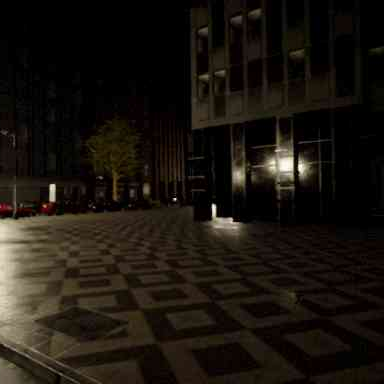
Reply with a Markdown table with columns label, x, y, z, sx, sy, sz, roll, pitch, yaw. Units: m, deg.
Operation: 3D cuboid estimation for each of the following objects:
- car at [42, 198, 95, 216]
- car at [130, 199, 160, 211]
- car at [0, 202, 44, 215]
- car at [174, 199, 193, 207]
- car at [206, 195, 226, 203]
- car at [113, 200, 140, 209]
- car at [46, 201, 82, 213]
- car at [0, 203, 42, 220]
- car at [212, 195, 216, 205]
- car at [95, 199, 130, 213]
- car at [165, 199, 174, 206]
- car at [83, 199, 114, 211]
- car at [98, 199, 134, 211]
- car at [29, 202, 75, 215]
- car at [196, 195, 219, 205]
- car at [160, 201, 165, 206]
| label | x | y | z | sx | sy | sz | roll | pitch | yaw |
| --- | --- | --- | --- | --- | --- | --- | --- | --- | --- |
| car | -13.113 | 1.546 | 34.685 | 2.192 | 1.841 | 5.009 | -1 | -1 | 35 |
| car | -6.698 | 1.766 | 43.960 | 1.947 | 1.339 | 4.313 | -1 | -1 | 35 |
| car | -20.119 | 1.968 | 39.532 | 1.947 | 1.339 | 4.313 | -1 | 0 | 35 |
| car | -0.287 | 1.721 | 53.238 | 1.887 | 1.381 | 4.507 | -1 | -1 | 35 |
| car | 5.528 | 1.630 | 76.648 | 2.192 | 1.841 | 5.009 | -1 | -1 | 35 |
| car | -10.500 | 1.942 | 53.449 | 1.802 | 1.307 | 4.206 | -1 | -1 | 35 |
| car | -16.913 | 1.969 | 44.171 | 1.802 | 1.307 | 4.206 | -1 | -1 | 35 |
| car | -16.315 | 1.831 | 30.044 | 1.802 | 1.307 | 4.206 | -1 | 0 | 35 |
| car | 2.916 | 1.482 | 57.879 | 2.192 | 1.841 | 5.009 | -1 | -1 | 35 |
| car | -9.903 | 1.781 | 39.322 | 1.947 | 1.339 | 4.313 | -1 | -1 | 35 |
| car | -4.088 | 1.905 | 62.729 | 1.947 | 1.339 | 4.313 | -1 | -1 | 35 |
| car | -13.709 | 1.812 | 48.811 | 1.967 | 1.590 | 4.097 | -1 | -1 | 35 |
| car | -10.887 | 1.806 | 48.028 | 2.128 | 1.511 | 4.902 | -1 | -1 | 35 |
| car | -16.627 | 1.942 | 39.745 | 1.895 | 1.301 | 4.718 | -1 | -1 | 35 |
| car | 2.995 | 1.565 | 62.526 | 2.097 | 1.767 | 4.553 | -1 | -1 | 35 |
| car | -7.391 | 1.874 | 57.949 | 1.752 | 1.417 | 4.829 | -1 | -1 | 35 |
